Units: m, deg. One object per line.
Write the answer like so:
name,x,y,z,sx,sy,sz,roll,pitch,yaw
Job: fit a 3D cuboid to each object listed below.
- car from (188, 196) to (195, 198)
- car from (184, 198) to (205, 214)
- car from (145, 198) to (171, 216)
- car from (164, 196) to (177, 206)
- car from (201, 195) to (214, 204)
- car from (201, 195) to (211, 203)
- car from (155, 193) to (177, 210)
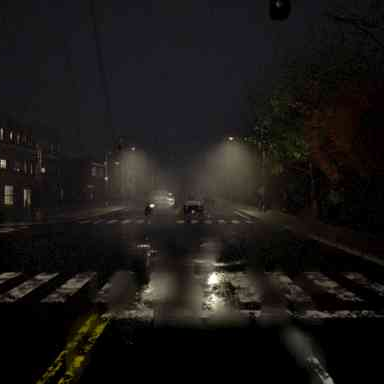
car,-0.042,1.518,63.061,2.033,1.411,5.357,0,0,0
car,0.077,1.586,34.619,1.895,1.301,4.718,0,0,-1
car,-3.415,1.551,32.736,1.994,1.385,4.181,0,0,0
car,-3.450,1.480,53.605,1.837,1.490,4.892,0,0,0
car,3.205,1.571,63.231,1.895,1.301,4.718,0,0,0
car,3.080,1.488,73.237,2.128,1.511,4.902,0,0,0
car,-3.432,1.203,43.137,2.150,2.045,5.566,0,0,0
